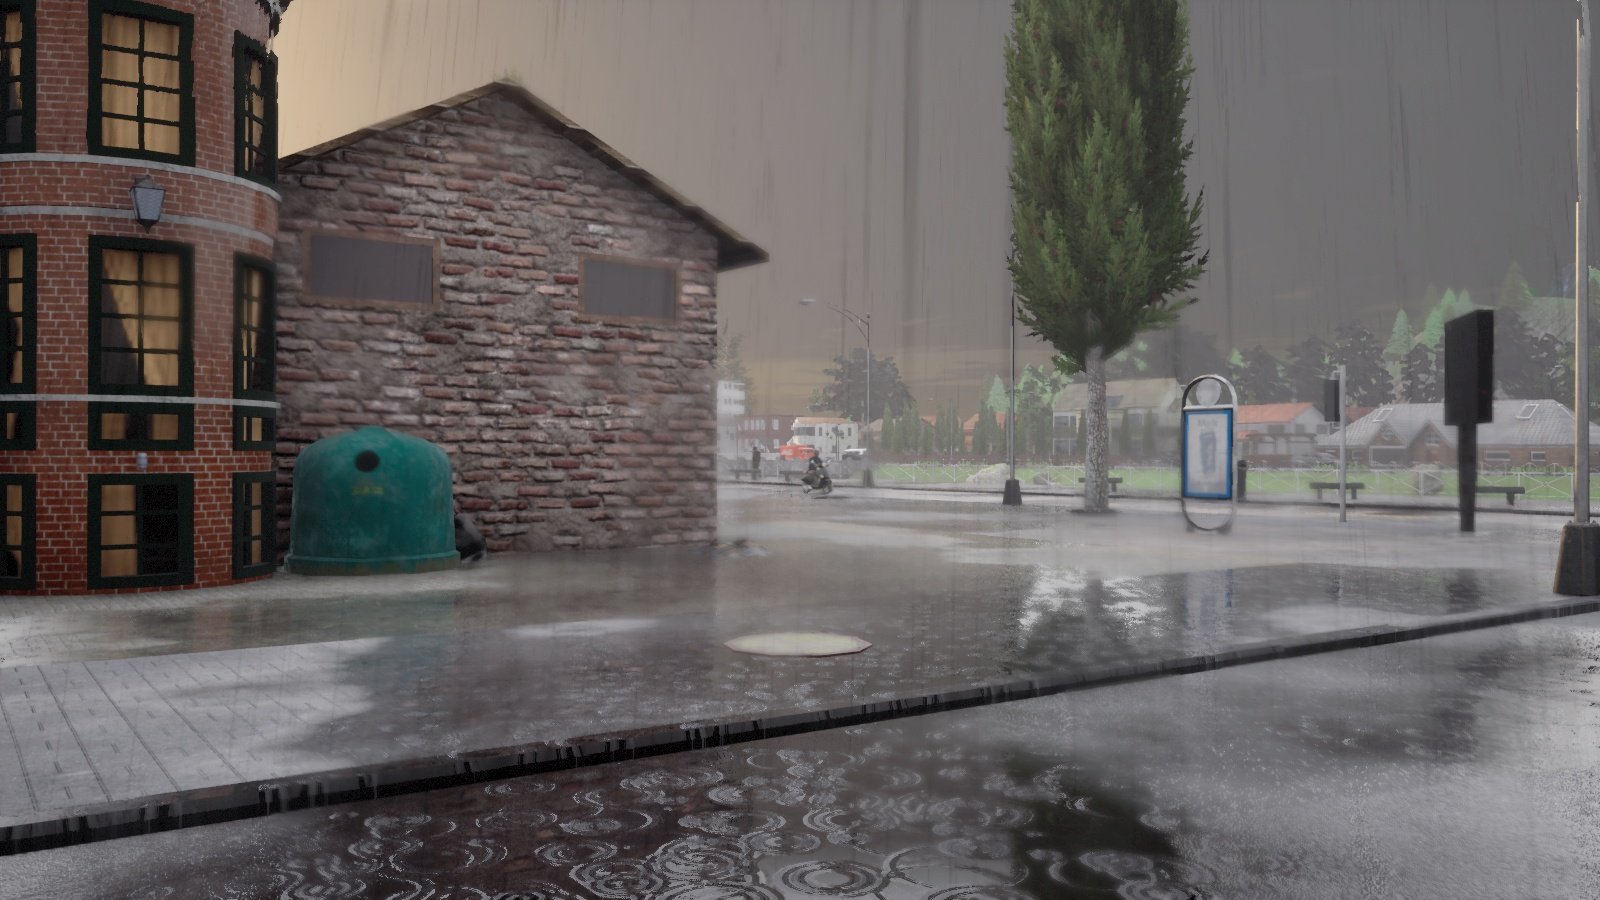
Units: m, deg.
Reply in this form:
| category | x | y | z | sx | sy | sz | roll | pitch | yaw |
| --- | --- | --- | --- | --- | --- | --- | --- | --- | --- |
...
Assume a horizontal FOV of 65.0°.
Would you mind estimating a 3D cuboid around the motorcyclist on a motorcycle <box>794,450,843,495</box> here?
| category | x | y | z | sx | sy | sz | roll | pitch | yaw |
| --- | --- | --- | --- | --- | --- | --- | --- | --- | --- |
| motorcyclist on a motorcycle | 0.661 | 0.809 | 45.732 | 0.866 | 1.590 | 1.817 | 0 | 0 | -35 |

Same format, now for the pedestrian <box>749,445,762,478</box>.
| category | x | y | z | sx | sy | sz | roll | pitch | yaw |
| --- | --- | --- | --- | --- | --- | --- | --- | --- | --- |
| pedestrian | -2.432 | 0.628 | 68.910 | 0.431 | 1.840 | 0.703 | 0 | 0 | -30 |
